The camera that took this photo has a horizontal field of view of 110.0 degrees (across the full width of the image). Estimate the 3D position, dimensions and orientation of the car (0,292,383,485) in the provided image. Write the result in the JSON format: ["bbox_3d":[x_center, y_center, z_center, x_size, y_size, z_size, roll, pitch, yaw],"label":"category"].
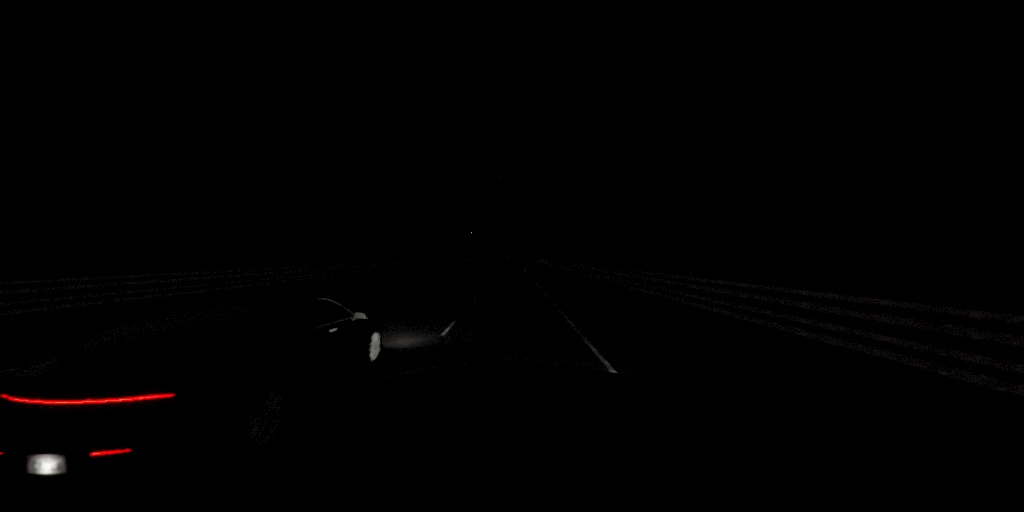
[{"bbox_3d":[-3.399,1.256,5.041,1.837,1.490,4.892,0,0,0],"label":"car"}]

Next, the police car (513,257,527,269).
[{"bbox_3d":[1.255,1.171,55.709,1.930,1.638,5.238,0,0,1],"label":"police car"}]
